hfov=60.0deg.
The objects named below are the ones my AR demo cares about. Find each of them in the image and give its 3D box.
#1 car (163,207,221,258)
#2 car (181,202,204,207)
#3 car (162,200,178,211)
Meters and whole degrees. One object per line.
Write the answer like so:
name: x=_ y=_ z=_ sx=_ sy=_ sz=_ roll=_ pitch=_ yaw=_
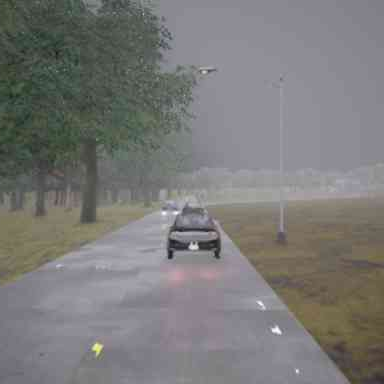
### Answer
car: x=0.071 y=1.548 z=12.956 sx=2.128 sy=1.511 sz=4.902 roll=0 pitch=0 yaw=0
car: x=0.080 y=1.626 z=29.483 sx=1.882 sy=1.535 sz=5.008 roll=0 pitch=0 yaw=0
car: x=-2.841 y=1.768 z=43.770 sx=1.812 sy=1.442 sz=4.674 roll=0 pitch=0 yaw=0
